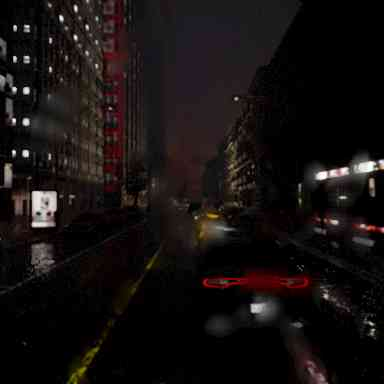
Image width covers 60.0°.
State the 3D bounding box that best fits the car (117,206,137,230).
[{"bbox_3d":[-5.413,1.795,23.436,1.887,1.381,4.507,1,-1,1],"label":"car"}]

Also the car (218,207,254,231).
[{"bbox_3d":[2.966,1.790,23.313,1.947,1.339,4.313,1,-1,1],"label":"car"}]

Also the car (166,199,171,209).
[{"bbox_3d":[-5.050,2.149,57.375,1.802,1.307,4.206,1,-1,1],"label":"car"}]

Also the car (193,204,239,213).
[{"bbox_3d":[1.103,1.628,17.465,1.801,1.575,5.366,0,-1,1],"label":"car"}]

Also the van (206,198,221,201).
[{"bbox_3d":[3.210,1.778,45.940,1.690,1.788,3.998,1,-1,1],"label":"van"}]

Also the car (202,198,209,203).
[{"bbox_3d":[3.693,2.392,91.187,2.008,1.369,4.403,1,0,1],"label":"car"}]

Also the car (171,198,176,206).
[{"bbox_3d":[-4.928,2.110,68.688,1.967,1.590,4.097,1,-1,1],"label":"car"}]

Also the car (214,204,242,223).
[{"bbox_3d":[3.027,1.829,28.970,2.008,1.369,4.403,1,-1,1],"label":"car"}]

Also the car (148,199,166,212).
[{"bbox_3d":[-5.170,1.903,46.065,1.967,1.590,4.097,1,-1,1],"label":"car"}]

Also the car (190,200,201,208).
[{"bbox_3d":[0.647,2.165,58.904,1.895,1.301,4.718,0,-1,1],"label":"car"}]

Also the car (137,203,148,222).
[{"bbox_3d":[-5.353,1.870,29.093,1.947,1.339,4.313,1,-1,1],"label":"car"}]

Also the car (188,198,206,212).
[{"bbox_3d":[0.503,1.912,44.795,1.882,1.535,5.008,0,0,1],"label":"car"}]

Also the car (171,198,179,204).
[{"bbox_3d":[-4.687,2.433,91.312,1.947,1.339,4.313,1,0,1],"label":"car"}]

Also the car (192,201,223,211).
[{"bbox_3d":[1.084,1.687,23.464,1.801,1.575,5.366,0,-1,0],"label":"car"}]

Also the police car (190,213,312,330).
[{"bbox_3d":[0.995,1.499,7.385,1.930,1.638,5.238,0,-1,1],"label":"police car"}]

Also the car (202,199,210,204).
[{"bbox_3d":[3.632,2.374,85.531,1.802,1.307,4.206,1,0,1],"label":"car"}]

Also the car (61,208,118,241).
[{"bbox_3d":[-5.474,1.778,17.780,1.802,1.307,4.206,1,-1,1],"label":"car"}]

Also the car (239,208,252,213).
[{"bbox_3d":[2.908,1.697,17.828,1.752,1.417,4.829,1,-1,1],"label":"car"}]

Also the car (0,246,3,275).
[{"bbox_3d":[-5.595,1.628,6.468,1.887,1.381,4.507,1,-1,1],"label":"car"}]

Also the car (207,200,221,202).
[{"bbox_3d":[3.148,1.950,40.282,1.947,1.339,4.313,1,-1,1],"label":"car"}]
